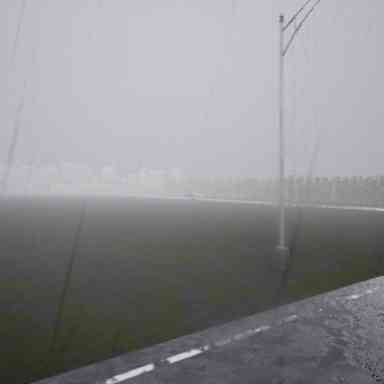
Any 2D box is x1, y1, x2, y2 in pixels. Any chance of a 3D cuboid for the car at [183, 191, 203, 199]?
[{"bbox_3d":[0.193,0.555,63.401,2.128,1.511,4.902,1,1,-36],"label":"car"}]
